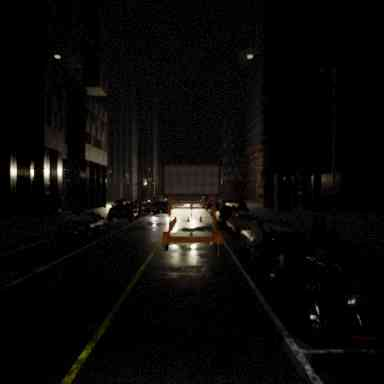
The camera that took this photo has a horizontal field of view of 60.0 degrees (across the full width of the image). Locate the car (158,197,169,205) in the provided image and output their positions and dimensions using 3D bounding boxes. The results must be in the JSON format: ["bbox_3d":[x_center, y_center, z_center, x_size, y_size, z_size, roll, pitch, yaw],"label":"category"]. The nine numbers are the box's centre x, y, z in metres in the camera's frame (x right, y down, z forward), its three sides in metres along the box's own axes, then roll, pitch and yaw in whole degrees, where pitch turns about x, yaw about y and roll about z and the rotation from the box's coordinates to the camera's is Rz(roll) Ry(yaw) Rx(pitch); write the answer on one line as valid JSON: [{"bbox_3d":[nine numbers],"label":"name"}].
[{"bbox_3d":[-5.809,1.873,67.992,1.967,1.590,4.097,0,0,0],"label":"car"}]

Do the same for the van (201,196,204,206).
[{"bbox_3d":[2.727,1.666,51.194,1.690,1.788,3.998,0,0,0],"label":"van"}]

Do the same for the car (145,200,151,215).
[{"bbox_3d":[-5.787,1.784,34.379,1.947,1.339,4.313,0,0,0],"label":"car"}]

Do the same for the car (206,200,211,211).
[{"bbox_3d":[2.738,1.784,34.388,1.947,1.339,4.313,0,0,0],"label":"car"}]

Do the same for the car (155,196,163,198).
[{"bbox_3d":[-5.802,1.676,56.789,2.192,1.841,5.009,0,0,0],"label":"car"}]

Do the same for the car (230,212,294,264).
[{"bbox_3d":[2.753,1.627,11.982,2.008,1.369,4.403,0,0,0],"label":"car"}]

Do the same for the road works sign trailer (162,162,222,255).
[{"bbox_3d":[-0.009,0.552,13.786,2.380,3.560,2.880,0,0,0],"label":"road works sign trailer"}]

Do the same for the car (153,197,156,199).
[{"bbox_3d":[-5.791,1.694,39.982,1.967,1.590,4.097,0,0,0],"label":"car"}]

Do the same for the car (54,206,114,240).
[{"bbox_3d":[-5.776,1.662,17.573,2.008,1.369,4.403,0,0,0],"label":"car"}]

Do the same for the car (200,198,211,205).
[{"bbox_3d":[2.717,1.983,67.998,2.008,1.369,4.403,0,0,0],"label":"car"}]

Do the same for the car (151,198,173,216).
[{"bbox_3d":[-3.116,1.731,35.791,1.837,1.490,4.892,0,0,0],"label":"car"}]

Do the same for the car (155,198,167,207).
[{"bbox_3d":[-5.805,1.921,62.220,1.752,1.417,4.829,0,0,0],"label":"car"}]

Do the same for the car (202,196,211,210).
[{"bbox_3d":[2.731,1.729,45.592,1.967,1.590,4.097,0,0,0],"label":"car"}]

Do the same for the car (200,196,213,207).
[{"bbox_3d":[2.719,1.712,62.398,2.192,1.841,5.009,0,0,0],"label":"car"}]

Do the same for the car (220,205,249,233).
[{"bbox_3d":[2.749,1.638,17.753,1.752,1.417,4.829,0,0,0],"label":"car"}]

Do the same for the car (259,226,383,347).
[{"bbox_3d":[2.756,1.607,6.379,1.947,1.339,4.313,0,0,0],"label":"car"}]

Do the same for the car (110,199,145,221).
[{"bbox_3d":[-5.784,1.497,28.779,2.192,1.841,5.009,0,0,0],"label":"car"}]

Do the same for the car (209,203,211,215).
[{"bbox_3d":[2.742,1.764,28.786,1.802,1.307,4.206,0,0,0],"label":"car"}]

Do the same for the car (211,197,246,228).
[{"bbox_3d":[2.744,1.462,23.187,2.192,1.841,5.009,0,0,0],"label":"car"}]
